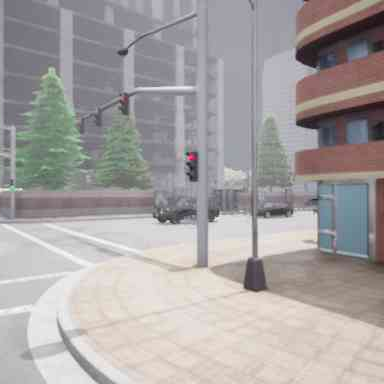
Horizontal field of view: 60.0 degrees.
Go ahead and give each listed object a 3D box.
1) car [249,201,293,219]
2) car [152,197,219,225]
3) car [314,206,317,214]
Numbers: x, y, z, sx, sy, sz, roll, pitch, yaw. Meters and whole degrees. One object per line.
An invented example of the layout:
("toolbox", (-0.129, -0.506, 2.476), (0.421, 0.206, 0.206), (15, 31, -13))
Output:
("car", (7.720, 1.697, 32.267), (5.008, 1.535, 1.882), (0, 0, -36))
("car", (-0.387, 1.406, 26.377), (5.566, 2.045, 2.150), (0, 0, -36))
("car", (15.851, 1.818, 38.166), (4.181, 1.385, 1.994), (0, 0, -36))
